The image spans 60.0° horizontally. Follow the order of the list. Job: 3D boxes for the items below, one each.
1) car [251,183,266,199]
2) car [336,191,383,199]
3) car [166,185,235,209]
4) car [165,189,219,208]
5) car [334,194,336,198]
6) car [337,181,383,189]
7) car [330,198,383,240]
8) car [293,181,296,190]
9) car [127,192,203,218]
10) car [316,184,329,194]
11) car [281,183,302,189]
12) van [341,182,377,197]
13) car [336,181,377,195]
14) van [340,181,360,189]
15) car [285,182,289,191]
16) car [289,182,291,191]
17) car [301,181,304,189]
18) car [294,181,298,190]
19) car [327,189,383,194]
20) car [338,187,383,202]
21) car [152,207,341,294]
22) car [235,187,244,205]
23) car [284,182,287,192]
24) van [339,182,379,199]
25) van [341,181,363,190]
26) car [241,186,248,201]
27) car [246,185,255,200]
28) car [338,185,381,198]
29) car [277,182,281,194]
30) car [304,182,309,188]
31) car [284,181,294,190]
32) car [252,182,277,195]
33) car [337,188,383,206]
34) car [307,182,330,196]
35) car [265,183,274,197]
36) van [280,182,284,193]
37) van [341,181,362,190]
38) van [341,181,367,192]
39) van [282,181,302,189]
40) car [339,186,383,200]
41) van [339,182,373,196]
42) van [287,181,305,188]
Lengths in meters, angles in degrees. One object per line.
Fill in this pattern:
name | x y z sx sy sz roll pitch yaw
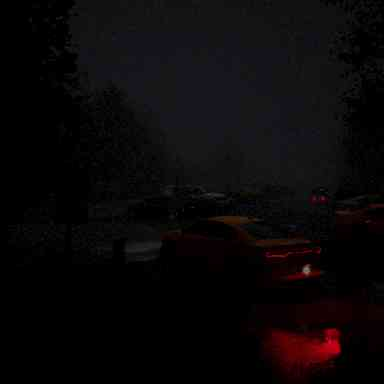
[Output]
car | 5.746 0.099 40.074 5.366 1.575 1.946 1 3 24
car | 9.966 1.032 16.930 4.553 1.767 2.185 1 3 24
car | 0.233 0.460 27.204 5.566 2.045 2.435 1 3 24
car | -0.919 0.831 24.693 5.008 1.535 2.097 1 3 24
car | 10.990 1.071 19.375 4.792 1.488 2.163 1 3 24
car | 15.559 0.310 29.444 5.566 2.045 2.435 1 3 24
car | 8.804 1.277 14.423 5.008 1.535 2.097 1 3 24
car | 17.185 -0.892 65.207 4.892 1.521 2.231 1 2 24
car | -2.083 0.981 22.176 4.792 1.488 2.163 1 3 24
car | 22.385 -0.575 56.909 1.882 1.535 5.008 1 2 24
car | 23.972 -1.432 80.409 4.674 1.452 2.002 1 2 24
van | 23.541 -0.422 47.093 4.442 1.987 1.878 1 2 24
car | 25.667 -0.643 52.206 5.566 2.045 2.435 1 2 24
van | 38.063 -1.682 80.170 4.442 1.987 1.878 1 2 24
car | 13.757 -0.575 57.623 4.792 1.488 2.163 1 2 24
car | 14.889 -0.672 60.156 4.792 1.488 2.163 1 2 24
car | 22.832 -1.376 77.878 5.008 1.535 2.097 1 2 24
car | 18.305 -0.989 67.745 4.892 1.521 2.231 1 2 24
car | 13.106 0.795 24.490 5.366 1.575 1.946 1 3 24
car | 18.998 0.232 37.150 4.792 1.488 2.163 1 3 24
car | 0.942 1.358 8.600 1.882 1.535 5.008 2 -1 -32
car | 1.508 0.590 29.684 5.366 1.575 1.946 1 3 24
car | 12.625 -0.479 55.089 4.792 1.488 2.163 1 2 24
van | 21.070 -0.230 42.115 4.442 1.987 1.878 1 3 24
van | 36.014 -1.486 75.012 4.442 1.987 1.878 1 2 24
car | 2.477 0.471 32.290 4.892 1.521 2.231 1 3 24
car | 3.433 0.343 34.899 5.366 1.575 1.946 1 3 24
car | 22.310 -0.102 44.619 5.008 1.535 2.097 1 2 24
car | 10.415 -0.285 49.999 4.792 1.488 2.163 1 2 24
car | 26.259 -1.916 85.454 5.566 2.045 2.435 1 2 24
car | 15.878 -0.803 62.752 5.366 1.575 1.946 1 2 24
car | 9.286 -0.341 47.462 4.553 1.767 2.185 1 3 24
car | 16.636 0.469 32.006 4.792 1.488 2.163 1 3 24
car | 18.187 -0.203 47.514 2.128 1.511 4.902 1 2 24
car | 7.166 -0.005 42.343 5.366 1.575 1.946 1 3 24
van | 11.627 -0.635 52.487 4.442 1.987 1.878 1 2 24
van | 37.092 -1.578 77.426 4.442 1.987 1.878 1 2 24
van | 31.497 -1.101 64.902 4.442 1.987 1.878 1 2 24
van | 24.994 -1.797 82.981 4.442 1.987 1.878 1 2 24
car | 20.074 0.129 39.558 4.792 1.488 2.163 1 3 24
van | 24.457 -0.522 49.716 4.442 1.987 1.878 1 2 24
van | 28.383 -2.011 90.568 4.442 1.987 1.878 1 1 24
